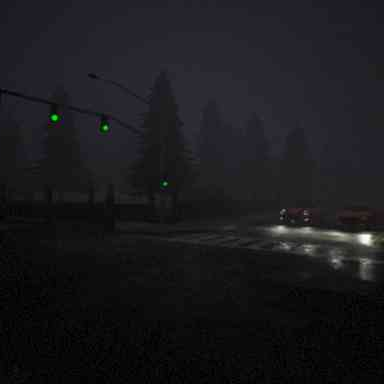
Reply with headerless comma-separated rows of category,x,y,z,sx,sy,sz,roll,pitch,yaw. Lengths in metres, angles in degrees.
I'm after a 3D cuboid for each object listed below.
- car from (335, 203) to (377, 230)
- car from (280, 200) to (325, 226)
car,10.638,1.477,21.461,1.882,1.535,5.008,0,0,35
car,7.905,1.349,23.655,2.097,1.767,4.553,0,0,35
